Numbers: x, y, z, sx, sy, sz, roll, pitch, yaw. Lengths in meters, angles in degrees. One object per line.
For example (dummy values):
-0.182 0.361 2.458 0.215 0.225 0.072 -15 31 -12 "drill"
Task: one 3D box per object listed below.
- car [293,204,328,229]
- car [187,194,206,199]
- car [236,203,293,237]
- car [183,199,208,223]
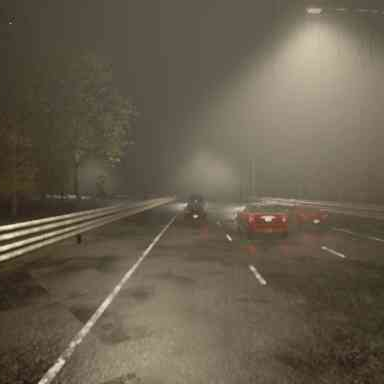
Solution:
7.231 1.528 21.596 1.812 1.442 4.674 0 0 1 "car"
0.569 1.223 43.022 2.150 2.045 5.566 0 0 1 "car"
3.698 1.354 18.178 2.097 1.767 4.553 0 0 0 "car"
0.271 1.528 25.466 1.812 1.442 4.674 0 0 1 "car"
